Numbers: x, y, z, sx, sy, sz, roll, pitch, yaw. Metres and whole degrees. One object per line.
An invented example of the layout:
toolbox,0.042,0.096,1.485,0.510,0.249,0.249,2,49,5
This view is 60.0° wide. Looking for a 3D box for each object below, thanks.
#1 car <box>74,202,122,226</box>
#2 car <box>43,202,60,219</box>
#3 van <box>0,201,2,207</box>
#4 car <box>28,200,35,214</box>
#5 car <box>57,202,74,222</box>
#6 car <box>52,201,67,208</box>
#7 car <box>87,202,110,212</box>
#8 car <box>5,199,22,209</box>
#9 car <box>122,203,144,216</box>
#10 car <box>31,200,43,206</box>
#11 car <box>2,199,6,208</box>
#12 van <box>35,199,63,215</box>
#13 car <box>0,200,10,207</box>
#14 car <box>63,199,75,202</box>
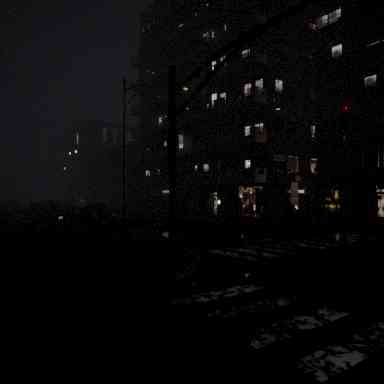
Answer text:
car,-7.530,1.776,26.330,1.967,1.590,4.097,-1,0,-35
car,-13.939,2.036,35.329,2.008,1.369,4.403,-1,0,-35
van,-39.589,2.411,71.328,1.690,1.788,3.998,-1,0,-35
car,-20.353,2.073,44.329,1.967,1.590,4.097,-1,0,-35
car,-10.636,1.934,30.691,1.752,1.417,4.829,-1,0,-35
car,-26.547,2.462,66.606,1.887,1.381,4.507,-1,0,-35
car,-13.731,2.191,48.619,1.947,1.339,4.313,-1,0,-35
car,-33.176,2.365,62.328,1.967,1.590,4.097,-1,0,-35
car,-7.423,2.006,39.764,1.752,1.417,4.829,-1,0,-35
car,-39.361,2.773,84.593,1.947,1.339,4.313,-1,0,-35
car,-36.380,2.542,66.828,1.887,1.381,4.507,-1,0,-35
van,-17.149,1.900,39.830,1.690,1.788,3.998,-1,0,-35
car,-42.693,2.666,75.688,1.752,1.417,4.829,-1,0,-35
car,-18.284,2.102,45.865,2.128,1.511,4.902,0,-1,-35
